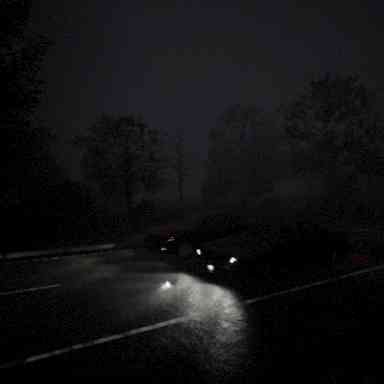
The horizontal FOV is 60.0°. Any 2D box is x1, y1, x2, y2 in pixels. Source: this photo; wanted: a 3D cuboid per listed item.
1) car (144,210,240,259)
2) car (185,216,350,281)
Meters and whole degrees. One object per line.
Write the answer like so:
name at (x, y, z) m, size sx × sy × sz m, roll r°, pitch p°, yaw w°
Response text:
car at (0.551, 1.498, 12.938) m, size 5.008 × 1.535 × 1.882 m, roll 0°, pitch 0°, yaw -35°
car at (2.659, 1.567, 10.144) m, size 5.357 × 1.411 × 2.033 m, roll 0°, pitch 0°, yaw -35°
